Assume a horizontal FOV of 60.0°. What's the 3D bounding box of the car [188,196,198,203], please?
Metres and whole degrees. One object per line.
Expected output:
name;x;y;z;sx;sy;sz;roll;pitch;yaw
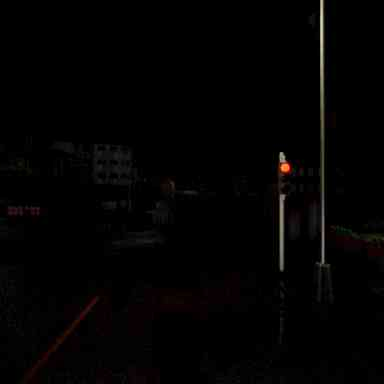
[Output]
car;0.107;1.533;66.178;2.033;1.411;5.357;0;0;0

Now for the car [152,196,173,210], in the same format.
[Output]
car;-4.031;1.482;43.064;2.128;1.511;4.902;0;0;0

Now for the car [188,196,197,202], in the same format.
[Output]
car;0.124;1.567;76.773;1.895;1.301;4.718;0;0;0

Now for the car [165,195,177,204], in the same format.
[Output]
car;-3.947;1.464;63.861;1.882;1.535;5.008;0;0;0

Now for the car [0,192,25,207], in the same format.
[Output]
car;-19.702;0.978;34.984;1.905;1.878;3.866;0;0;35

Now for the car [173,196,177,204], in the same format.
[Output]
car;-4.008;1.480;53.028;2.128;1.511;4.902;0;0;0
